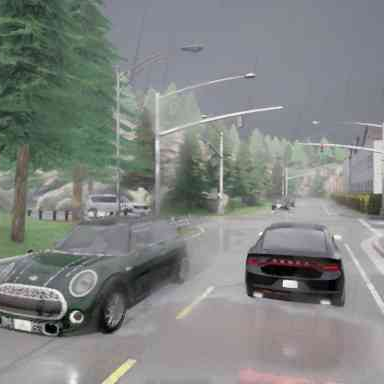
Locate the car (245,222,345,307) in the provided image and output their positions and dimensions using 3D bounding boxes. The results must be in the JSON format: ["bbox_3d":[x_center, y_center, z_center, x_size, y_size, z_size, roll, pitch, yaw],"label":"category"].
[{"bbox_3d":[2.603,1.477,8.205,1.882,1.535,5.008,0,0,20],"label":"car"}]

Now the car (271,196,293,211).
[{"bbox_3d":[11.087,1.490,41.551,2.128,1.511,4.902,0,0,20],"label":"car"}]

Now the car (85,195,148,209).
[{"bbox_3d":[-6.226,1.236,27.612,5.566,2.045,2.150,0,0,20],"label":"car"}]

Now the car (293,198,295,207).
[{"bbox_3d":[14.521,1.350,50.721,2.097,1.767,4.553,0,0,21],"label":"car"}]

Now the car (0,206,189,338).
[{"bbox_3d":[-1.714,1.352,6.981,2.097,1.767,4.553,0,0,20],"label":"car"}]
